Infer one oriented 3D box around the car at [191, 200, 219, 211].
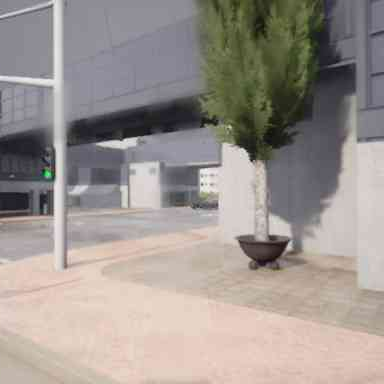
[{"bbox_3d":[1.858,1.739,44.048,1.895,1.301,4.718,0,0,36],"label":"car"}]
